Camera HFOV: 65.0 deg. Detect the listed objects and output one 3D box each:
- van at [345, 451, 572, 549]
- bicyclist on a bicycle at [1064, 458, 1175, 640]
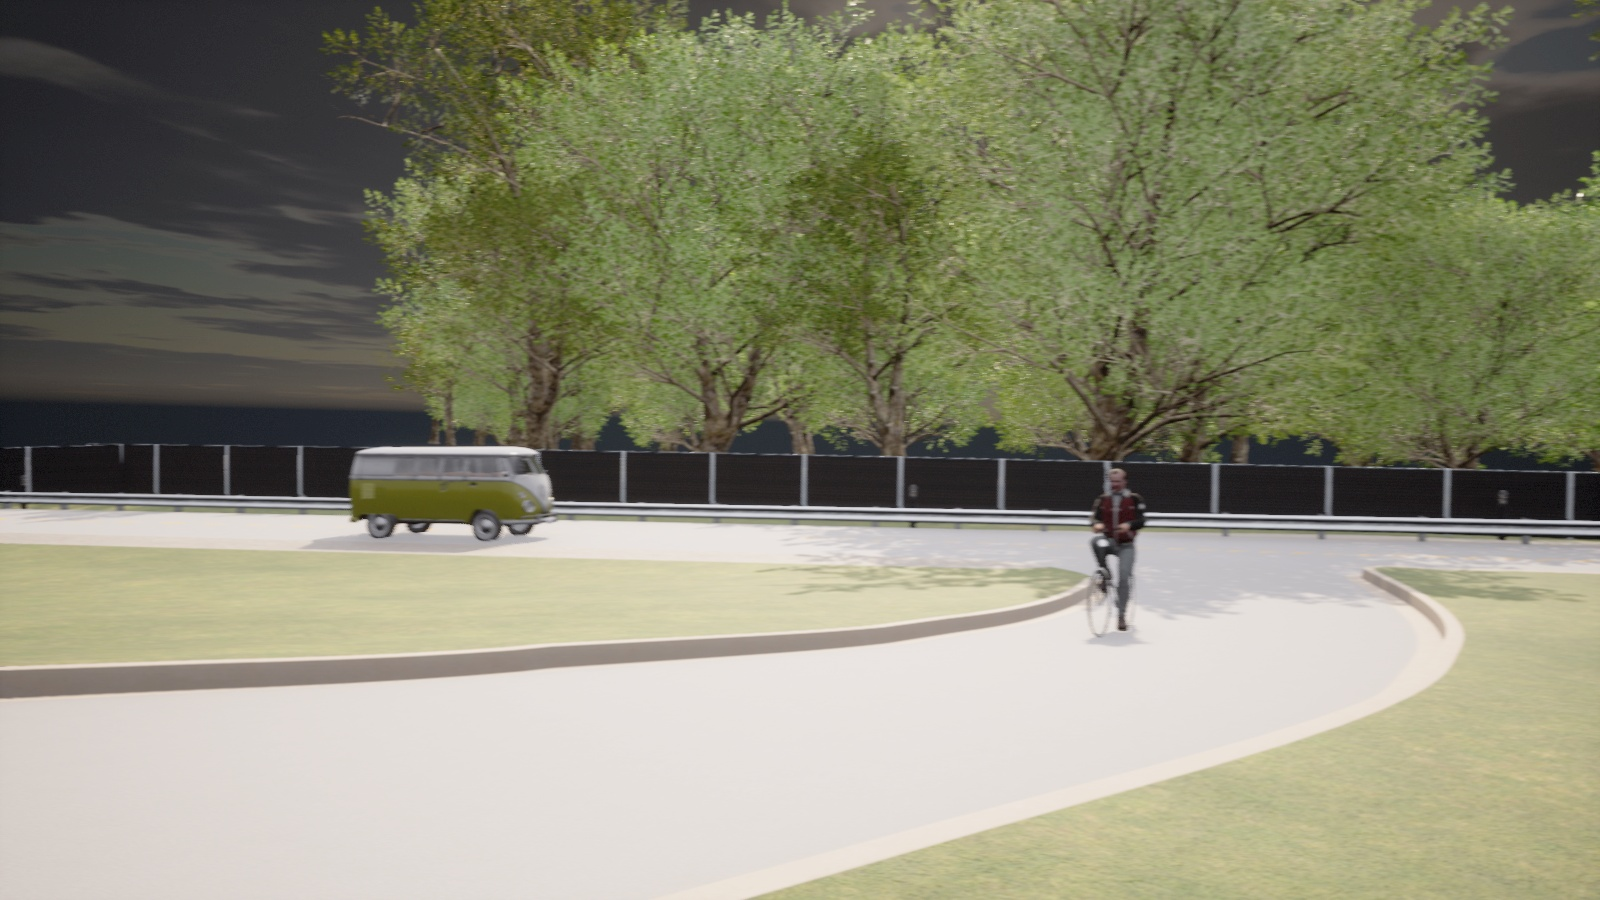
[{"bbox_3d":[-7.421,1.053,27.369,4.442,1.987,1.775,-1,1,15],"label":"van"},{"bbox_3d":[3.385,1.014,13.198,0.659,1.776,1.843,-2,-4,29],"label":"bicyclist on a bicycle"}]
